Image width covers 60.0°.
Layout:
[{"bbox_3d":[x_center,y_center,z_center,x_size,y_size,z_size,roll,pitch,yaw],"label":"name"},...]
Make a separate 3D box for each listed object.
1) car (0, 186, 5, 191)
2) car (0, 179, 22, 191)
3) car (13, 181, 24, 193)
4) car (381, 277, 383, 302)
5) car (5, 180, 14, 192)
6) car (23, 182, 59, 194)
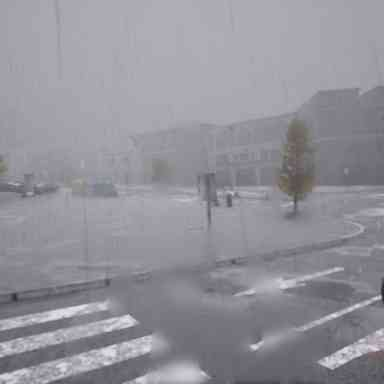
[{"bbox_3d":[-28.968,-0.990,54.480,2.097,1.535,5.008,1,6,16],"label":"car"},{"bbox_3d":[-31.401,-1.237,56.124,2.185,1.767,4.553,0,6,15],"label":"car"},{"bbox_3d":[-24.176,-0.729,51.033,2.231,1.521,4.892,1,6,17],"label":"car"},{"bbox_3d":[5.528,1.513,6.456,4.181,1.385,1.994,-1,1,-35],"label":"car"},{"bbox_3d":[-26.572,-0.821,52.767,2.002,1.452,4.674,0,6,16],"label":"car"},{"bbox_3d":[-21.817,-0.561,49.242,2.163,1.488,4.792,1,6,17],"label":"car"}]
